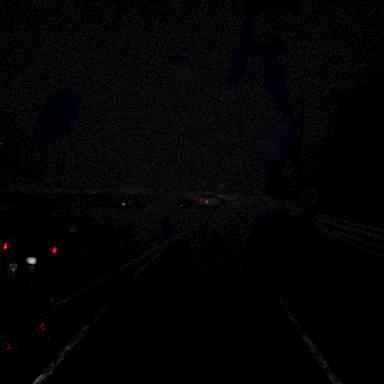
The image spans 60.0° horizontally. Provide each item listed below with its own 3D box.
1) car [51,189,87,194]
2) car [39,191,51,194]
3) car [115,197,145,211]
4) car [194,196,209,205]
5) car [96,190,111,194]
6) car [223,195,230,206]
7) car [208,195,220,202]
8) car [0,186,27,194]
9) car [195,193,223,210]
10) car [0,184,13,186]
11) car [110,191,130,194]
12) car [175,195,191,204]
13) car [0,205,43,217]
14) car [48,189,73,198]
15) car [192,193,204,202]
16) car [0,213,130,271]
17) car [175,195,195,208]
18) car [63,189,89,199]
[{"bbox_3d":[-15.539,0.638,43.001,1.882,1.535,5.008,3,0,11],"label":"car"},{"bbox_3d":[-18.908,0.546,43.979,2.033,1.411,5.357,3,0,11],"label":"car"},{"bbox_3d":[-6.361,1.183,34.463,1.994,1.385,4.181,3,0,10],"label":"car"},{"bbox_3d":[1.817,1.505,60.412,1.994,1.385,4.181,3,0,10],"label":"car"},{"bbox_3d":[-15.922,0.449,60.462,2.097,1.767,4.553,3,0,10],"label":"car"},{"bbox_3d":[5.267,1.584,59.815,1.882,1.535,5.008,3,0,10],"label":"car"},{"bbox_3d":[5.313,1.627,80.021,2.128,1.511,4.902,3,0,10],"label":"car"},{"bbox_3d":[-22.857,0.322,41.850,1.837,1.490,4.892,3,0,11],"label":"car"},{"bbox_3d":[2.257,1.225,42.872,2.150,2.045,5.566,3,0,10],"label":"car"},{"bbox_3d":[-25.979,-0.116,44.035,2.150,2.045,5.566,3,0,11],"label":"car"},{"bbox_3d":[-12.446,0.767,60.077,1.837,1.490,4.892,3,0,10],"label":"car"},{"bbox_3d":[-1.621,1.282,61.033,1.837,1.490,4.892,3,0,10],"label":"car"},{"bbox_3d":[-6.732,1.211,12.450,2.033,1.411,5.357,3,0,10],"label":"car"},{"bbox_3d":[-23.280,0.276,59.117,1.812,1.442,4.674,3,0,10],"label":"car"},{"bbox_3d":[1.520,1.274,78.620,2.097,1.767,4.553,3,0,10],"label":"car"},{"bbox_3d":[-3.554,1.421,10.389,1.895,1.301,4.718,3,0,10],"label":"car"},{"bbox_3d":[-0.943,1.447,44.943,1.895,1.301,4.718,3,0,10],"label":"car"},{"bbox_3d":[-19.994,0.388,57.635,1.882,1.535,5.008,3,0,10],"label":"car"}]
